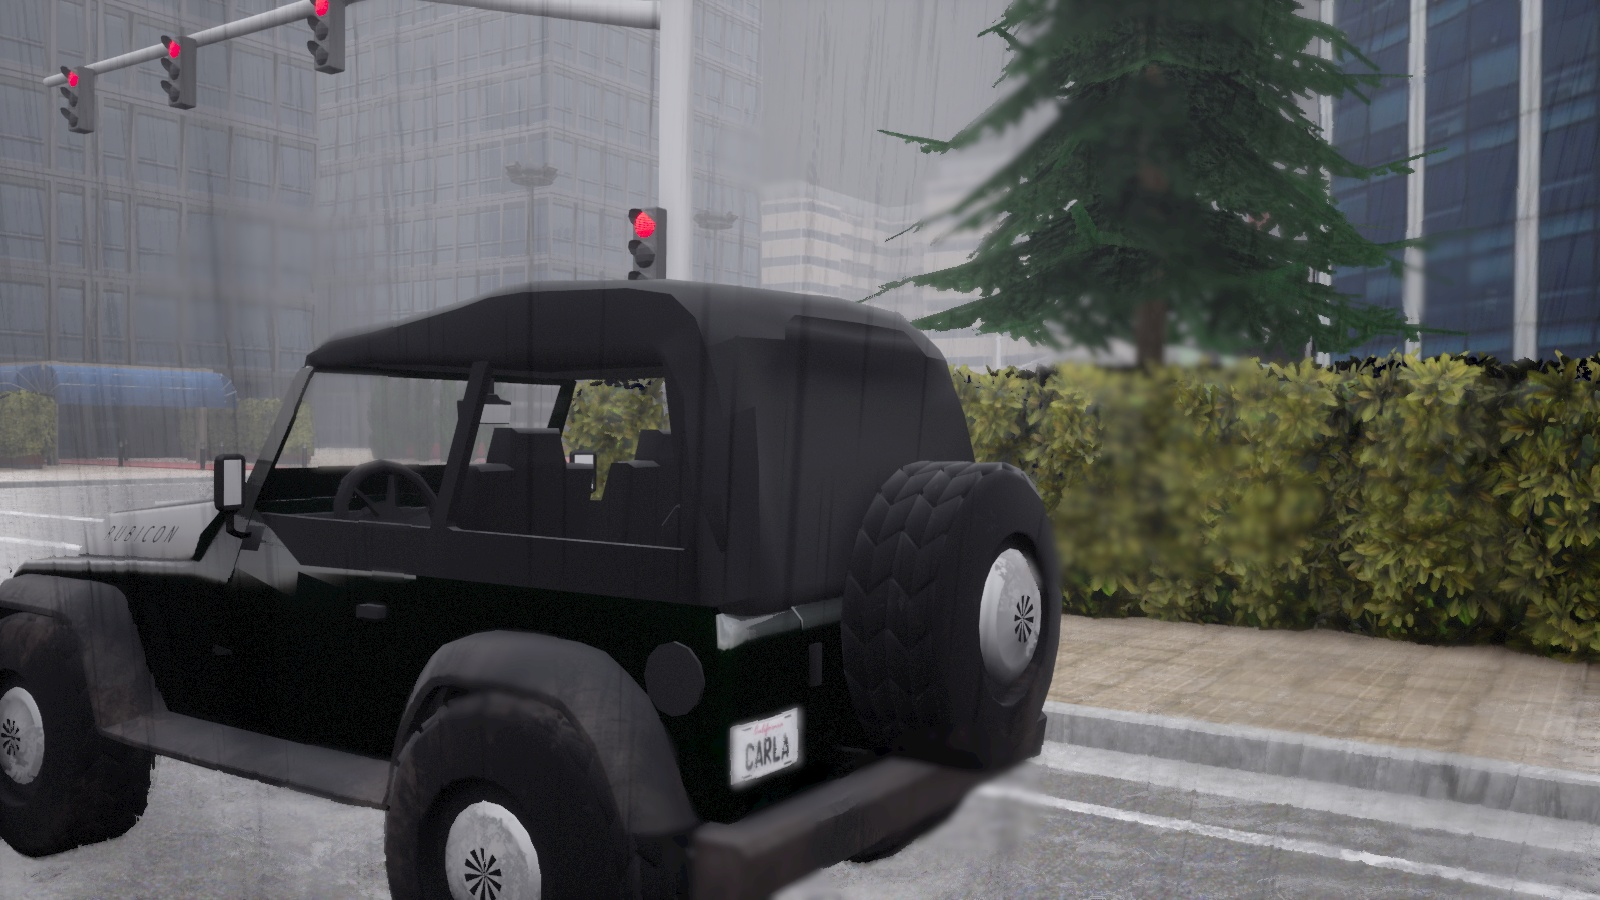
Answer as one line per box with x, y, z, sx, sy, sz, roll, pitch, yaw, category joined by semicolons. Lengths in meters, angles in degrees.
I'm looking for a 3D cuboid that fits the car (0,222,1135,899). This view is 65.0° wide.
-1.061;0.478;4.325;3.866;1.878;1.905;0;1;34;car
